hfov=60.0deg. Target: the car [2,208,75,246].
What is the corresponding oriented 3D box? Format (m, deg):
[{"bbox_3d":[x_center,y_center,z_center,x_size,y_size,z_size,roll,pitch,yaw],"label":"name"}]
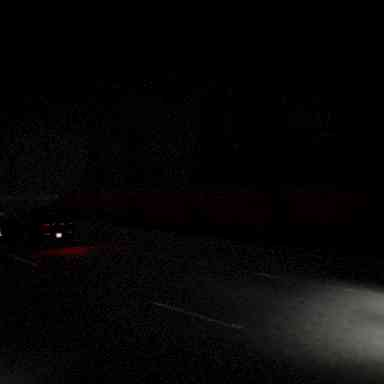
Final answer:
[{"bbox_3d":[-7.086,1.480,15.172,1.837,1.490,4.892,0,0,-45],"label":"car"}]
